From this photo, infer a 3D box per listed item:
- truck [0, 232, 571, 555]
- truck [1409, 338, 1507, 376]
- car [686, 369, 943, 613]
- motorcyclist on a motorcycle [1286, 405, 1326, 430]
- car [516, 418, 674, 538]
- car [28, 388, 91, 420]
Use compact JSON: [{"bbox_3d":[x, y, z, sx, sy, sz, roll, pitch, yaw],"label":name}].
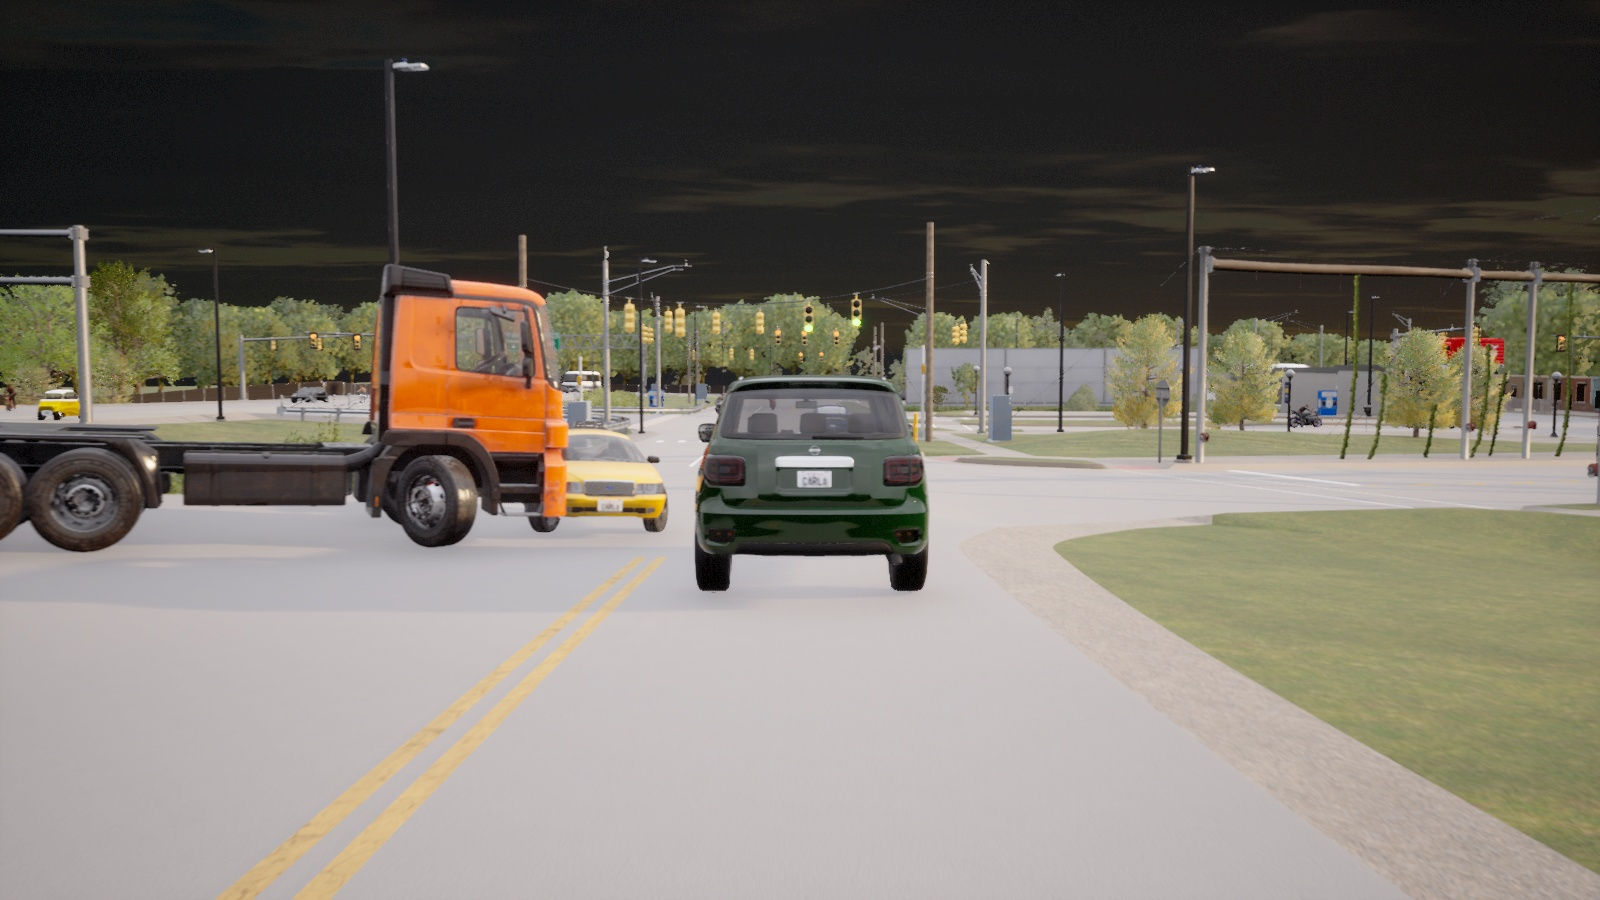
[{"bbox_3d":[-7.173,-0.638,15.652,7.936,3.462,2.891,1,3,-24],"label":"truck"},{"bbox_3d":[45.052,-6.371,86.039,5.204,2.467,2.627,0,6,1],"label":"truck"},{"bbox_3d":[0.068,0.283,13.320,2.150,2.045,5.566,0,1,-1],"label":"car"},{"bbox_3d":[32.190,-2.087,79.924,2.191,1.530,0.866,-1,4,-4],"label":"motorcyclist on a motorcycle"},{"bbox_3d":[-3.319,0.316,19.431,1.801,1.575,5.366,2,1,-15],"label":"car"},{"bbox_3d":[-33.315,-2.092,56.565,1.481,1.376,2.207,0,3,0],"label":"car"}]
